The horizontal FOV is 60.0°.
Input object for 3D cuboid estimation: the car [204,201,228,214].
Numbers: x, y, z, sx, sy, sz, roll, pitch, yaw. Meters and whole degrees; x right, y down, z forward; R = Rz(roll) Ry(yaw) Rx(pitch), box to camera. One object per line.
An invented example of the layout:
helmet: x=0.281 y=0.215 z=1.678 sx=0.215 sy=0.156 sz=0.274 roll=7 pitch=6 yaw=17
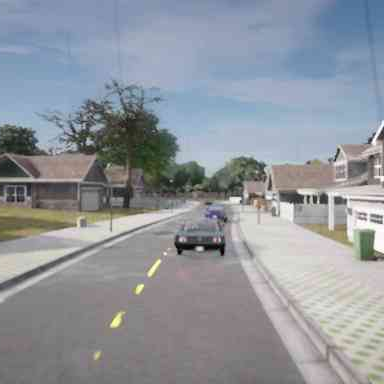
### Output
car: x=2.158 y=1.834 z=29.036 sx=1.812 sy=1.442 sz=4.674 roll=0 pitch=0 yaw=8

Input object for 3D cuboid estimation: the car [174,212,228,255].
car: x=0.442 y=1.734 z=13.947 sx=1.895 sy=1.301 sz=4.718 roll=0 pitch=-1 yaw=4

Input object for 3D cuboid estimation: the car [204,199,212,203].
car: x=3.543 y=2.293 z=71.490 sx=2.033 sy=1.411 sz=5.357 roll=0 pitch=0 yaw=2
